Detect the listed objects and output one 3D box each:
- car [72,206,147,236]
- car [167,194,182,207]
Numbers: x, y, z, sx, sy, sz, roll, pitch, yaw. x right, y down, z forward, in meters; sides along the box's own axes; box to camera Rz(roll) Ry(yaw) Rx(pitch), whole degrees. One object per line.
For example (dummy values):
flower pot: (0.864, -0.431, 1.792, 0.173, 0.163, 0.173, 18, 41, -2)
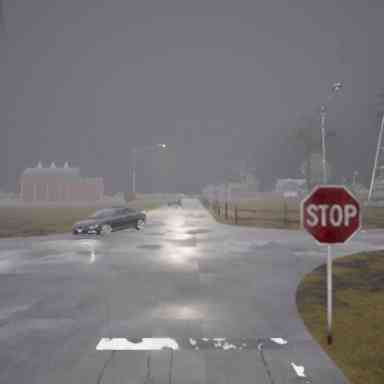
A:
car: (-4.470, 1.600, 18.777, 1.837, 1.490, 4.892, -3, 1, 29)
car: (-2.779, 1.278, 52.909, 2.150, 2.045, 5.566, 0, 0, 0)
